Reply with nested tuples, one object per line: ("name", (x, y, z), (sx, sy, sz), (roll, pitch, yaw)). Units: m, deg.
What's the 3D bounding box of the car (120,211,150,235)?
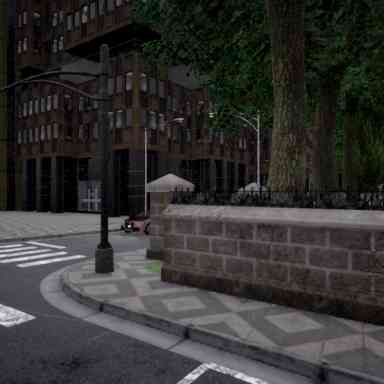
("car", (-2.595, 1.916, 21.562), (1.994, 1.385, 4.181), (0, -1, 35))
